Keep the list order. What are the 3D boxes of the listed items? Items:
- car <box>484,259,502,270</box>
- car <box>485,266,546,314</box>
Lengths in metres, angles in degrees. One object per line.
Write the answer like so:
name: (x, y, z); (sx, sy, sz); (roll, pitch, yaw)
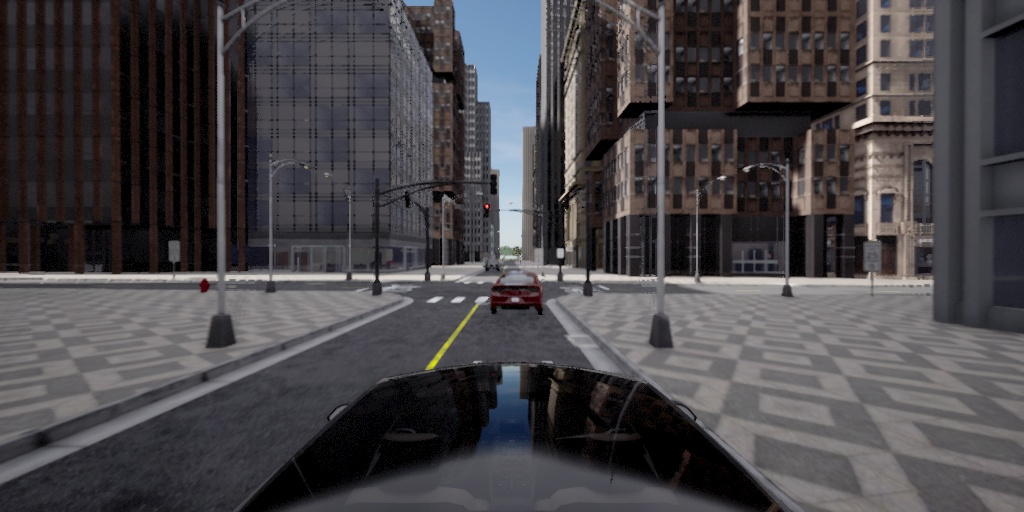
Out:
car: (-3.052, 1.421, 56.151); (2.150, 2.045, 5.566); (0, 0, 0)
car: (0.326, 1.338, 14.470); (1.882, 1.535, 5.008); (0, -1, 5)
